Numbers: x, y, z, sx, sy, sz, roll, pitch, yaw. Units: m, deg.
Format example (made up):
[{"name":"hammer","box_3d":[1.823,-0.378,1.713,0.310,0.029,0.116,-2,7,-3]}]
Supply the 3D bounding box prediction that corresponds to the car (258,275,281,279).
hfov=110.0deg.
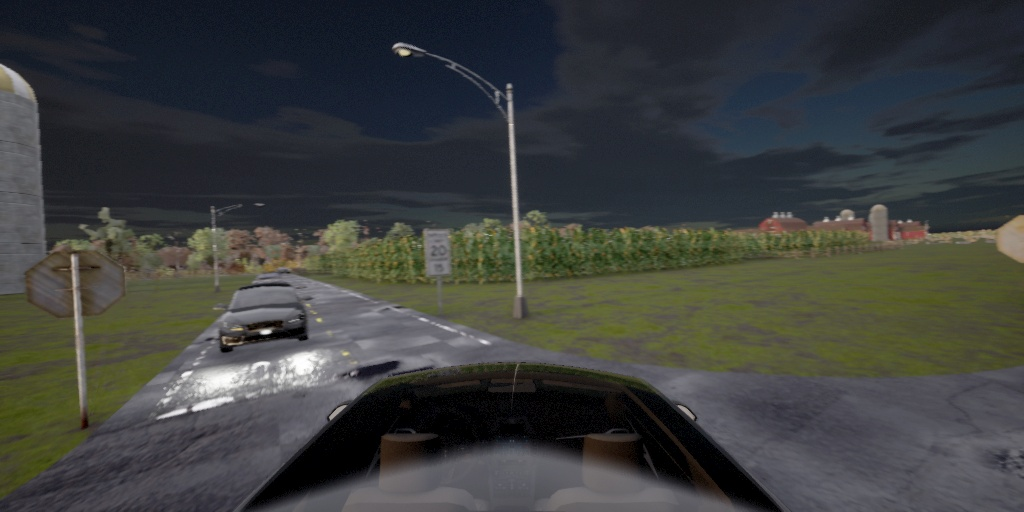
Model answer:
[{"name":"car","box_3d":[-12.718,1.911,18.918,1.895,1.301,4.718,-3,0,-34]}]

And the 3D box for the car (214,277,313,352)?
[{"name":"car","box_3d":[-7.051,1.573,10.343,1.837,1.490,4.892,-3,0,-33]}]

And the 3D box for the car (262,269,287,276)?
[{"name":"car","box_3d":[-23.198,2.305,34.524,2.033,1.411,5.357,-3,0,-34]}]
